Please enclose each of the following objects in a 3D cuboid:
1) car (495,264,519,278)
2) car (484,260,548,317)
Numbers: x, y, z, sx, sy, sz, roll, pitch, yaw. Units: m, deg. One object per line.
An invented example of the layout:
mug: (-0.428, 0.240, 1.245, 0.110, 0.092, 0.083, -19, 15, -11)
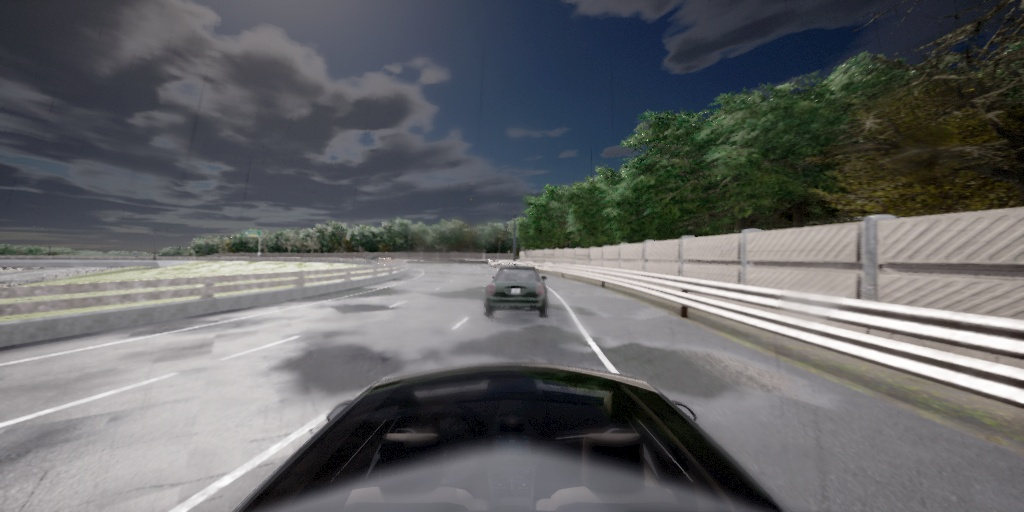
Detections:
car: (-0.603, 1.490, 37.007, 1.895, 1.301, 4.718, 1, 0, -9)
car: (0.257, 1.152, 13.599, 2.097, 1.767, 4.553, 0, 0, 4)
